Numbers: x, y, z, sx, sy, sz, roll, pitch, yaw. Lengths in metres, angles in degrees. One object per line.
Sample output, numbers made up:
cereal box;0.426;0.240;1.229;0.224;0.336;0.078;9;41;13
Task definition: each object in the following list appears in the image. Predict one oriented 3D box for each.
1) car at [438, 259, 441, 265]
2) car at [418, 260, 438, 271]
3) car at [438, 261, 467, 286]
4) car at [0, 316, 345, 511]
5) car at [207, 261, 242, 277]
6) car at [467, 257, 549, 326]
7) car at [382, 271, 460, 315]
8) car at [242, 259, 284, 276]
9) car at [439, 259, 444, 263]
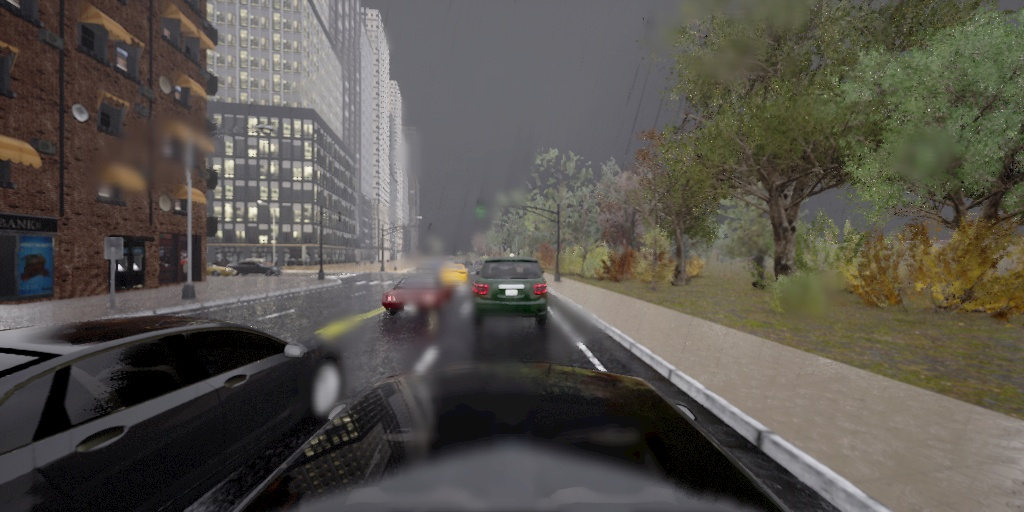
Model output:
car;-13.640;1.543;62.000;1.882;1.535;5.008;0;0;-7
car;-12.644;1.589;53.136;1.994;1.385;4.181;0;0;-6
car;-4.365;1.369;27.182;1.882;1.535;5.008;0;0;-9
car;-3.186;1.264;2.961;1.837;1.490;4.892;0;0;0
car;-26.650;1.112;30.853;4.829;1.417;1.751;0;0;-11
car;-0.055;1.033;12.028;2.150;2.045;5.566;0;0;-1
car;-3.350;1.420;13.875;1.895;1.301;4.718;0;0;-1
car;-24.366;1.164;34.023;4.674;1.442;1.812;1;0;-9
car;-9.526;1.578;54.626;2.033;1.411;5.357;0;0;-6
